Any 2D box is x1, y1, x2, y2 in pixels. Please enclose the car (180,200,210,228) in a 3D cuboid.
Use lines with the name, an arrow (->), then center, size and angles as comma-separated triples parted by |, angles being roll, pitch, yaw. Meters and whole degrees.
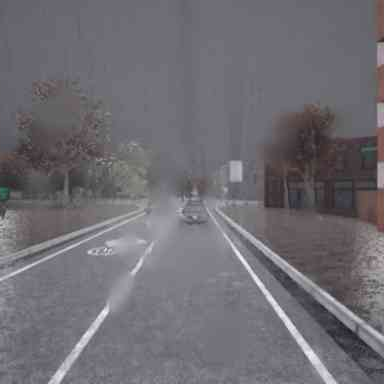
car -> 0.171, 1.479, 21.345 | 2.033, 1.411, 5.357 | 0, 0, 0

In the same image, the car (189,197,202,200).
car -> 0.386, 1.363, 38.053 | 2.128, 1.511, 4.902 | 0, 0, 2

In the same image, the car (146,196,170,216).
car -> -3.122, 1.388, 31.450 | 2.128, 1.511, 4.902 | 0, 0, 1
